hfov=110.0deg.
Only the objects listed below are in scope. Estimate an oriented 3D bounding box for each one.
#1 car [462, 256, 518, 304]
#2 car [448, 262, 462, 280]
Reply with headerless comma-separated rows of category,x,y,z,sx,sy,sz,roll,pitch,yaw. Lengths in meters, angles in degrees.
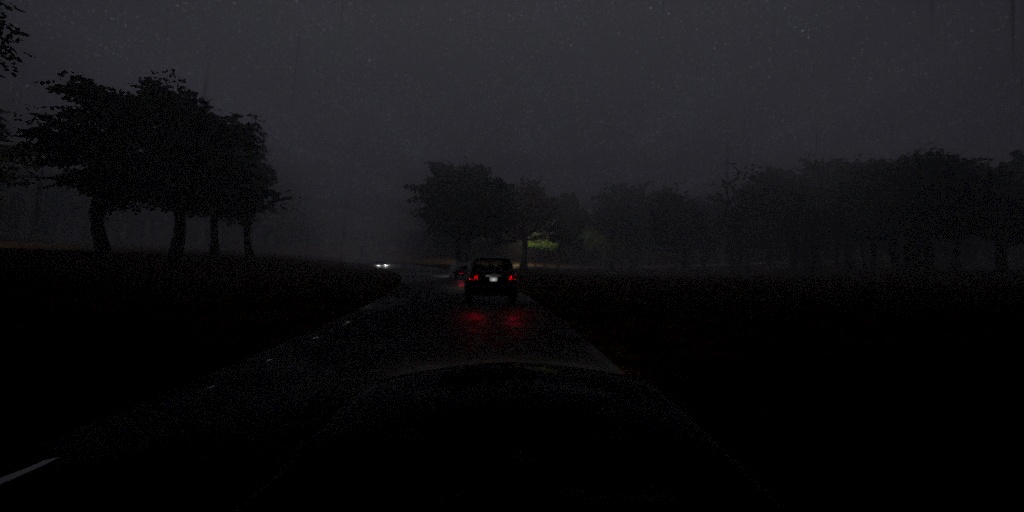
car,-1.109,1.012,16.695,2.150,2.045,5.566,0,0,-8
car,-4.405,1.250,31.507,1.837,1.490,4.892,-1,0,-17
